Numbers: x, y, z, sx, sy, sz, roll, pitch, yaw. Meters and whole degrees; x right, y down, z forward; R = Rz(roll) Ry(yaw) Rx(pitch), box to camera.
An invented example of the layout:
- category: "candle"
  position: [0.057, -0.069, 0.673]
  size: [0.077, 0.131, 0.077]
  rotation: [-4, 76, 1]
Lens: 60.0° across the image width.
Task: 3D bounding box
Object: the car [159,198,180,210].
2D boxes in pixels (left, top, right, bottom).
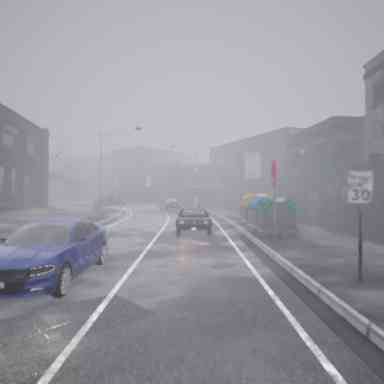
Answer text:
- category: "car"
  position: [-2.696, 1.447, 40.939]
  size: [1.812, 1.442, 4.674]
  rotation: [1, 0, -17]

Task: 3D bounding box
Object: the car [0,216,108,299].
- category: "car"
  position: [-3.609, 1.460, 8.684]
  size: [1.882, 1.535, 5.008]
  rotation: [0, 0, 0]

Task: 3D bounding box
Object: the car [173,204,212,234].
- category: "car"
  position: [0.083, 1.562, 18.977]
  size: [1.895, 1.301, 4.718]
  rotation: [0, 0, 0]

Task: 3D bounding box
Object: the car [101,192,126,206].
- category: "car"
  position: [-12.240, 1.055, 51.672]
  size: [2.150, 2.045, 5.566]
  rotation: [1, 0, -36]
